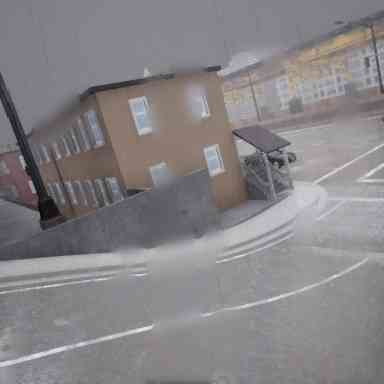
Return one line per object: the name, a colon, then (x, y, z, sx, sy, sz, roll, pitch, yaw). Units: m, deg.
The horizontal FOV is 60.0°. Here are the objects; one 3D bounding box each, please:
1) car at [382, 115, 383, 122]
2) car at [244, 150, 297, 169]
car: (20.594, -7.718, 30.618, 2.150, 2.045, 5.566, -23, 13, -32)
car: (6.406, -2.809, 27.796, 1.837, 1.490, 4.892, -23, 13, -32)
